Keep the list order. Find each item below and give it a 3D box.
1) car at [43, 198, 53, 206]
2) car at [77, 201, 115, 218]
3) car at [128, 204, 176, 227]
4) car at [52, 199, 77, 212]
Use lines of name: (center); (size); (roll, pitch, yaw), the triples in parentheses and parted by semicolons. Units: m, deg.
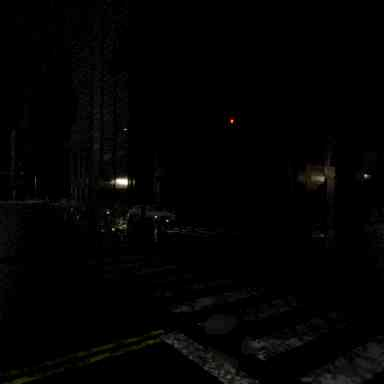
car: (-26.568, 1.803, 62.371); (2.128, 1.511, 4.902); (1, -1, -36)
car: (-9.000, 1.616, 32.080); (2.128, 1.511, 4.902); (1, -1, -35)
car: (-2.973, 1.604, 23.604); (1.812, 1.442, 4.674); (1, -1, -36)
car: (-15.464, 1.777, 41.197); (1.895, 1.301, 4.718); (1, -1, -35)
